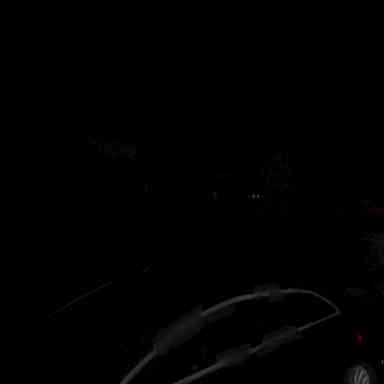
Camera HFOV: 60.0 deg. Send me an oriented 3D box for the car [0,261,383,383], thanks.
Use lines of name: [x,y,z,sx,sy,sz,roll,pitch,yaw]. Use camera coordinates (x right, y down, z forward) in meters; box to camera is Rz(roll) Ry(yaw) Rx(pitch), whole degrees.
car: [-0.187,1.493,2.949,4.902,1.511,2.128,0,0,-36]

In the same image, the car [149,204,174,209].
car: [-3.547,1.736,38.450,2.097,1.767,4.553,3,-2,-37]

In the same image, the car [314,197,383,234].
car: [9.713,1.341,19.934,2.150,2.045,5.566,2,-2,-35]
